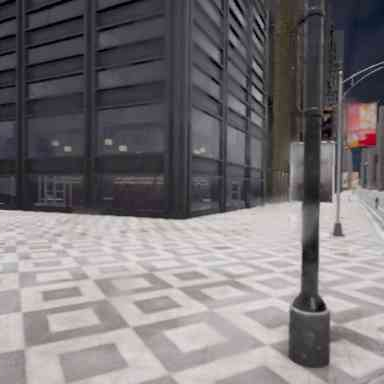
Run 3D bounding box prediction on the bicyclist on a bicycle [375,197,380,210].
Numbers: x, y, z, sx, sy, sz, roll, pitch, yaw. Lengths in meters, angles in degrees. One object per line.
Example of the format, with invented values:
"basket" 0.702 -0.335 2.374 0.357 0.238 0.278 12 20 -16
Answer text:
"bicyclist on a bicycle" 22.464 1.399 40.418 0.582 1.620 1.656 1 1 26
